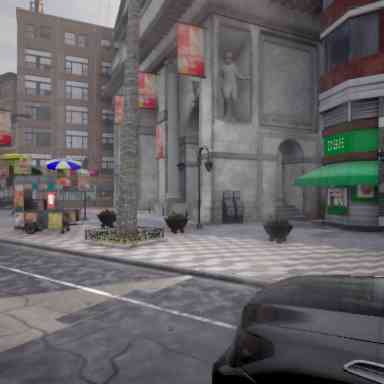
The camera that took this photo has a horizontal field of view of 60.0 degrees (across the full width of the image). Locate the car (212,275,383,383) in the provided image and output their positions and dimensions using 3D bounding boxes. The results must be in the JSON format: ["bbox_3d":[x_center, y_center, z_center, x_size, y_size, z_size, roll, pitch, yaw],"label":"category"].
[{"bbox_3d":[2.816,1.225,1.863,5.566,2.045,2.150,1,0,36],"label":"car"}]
